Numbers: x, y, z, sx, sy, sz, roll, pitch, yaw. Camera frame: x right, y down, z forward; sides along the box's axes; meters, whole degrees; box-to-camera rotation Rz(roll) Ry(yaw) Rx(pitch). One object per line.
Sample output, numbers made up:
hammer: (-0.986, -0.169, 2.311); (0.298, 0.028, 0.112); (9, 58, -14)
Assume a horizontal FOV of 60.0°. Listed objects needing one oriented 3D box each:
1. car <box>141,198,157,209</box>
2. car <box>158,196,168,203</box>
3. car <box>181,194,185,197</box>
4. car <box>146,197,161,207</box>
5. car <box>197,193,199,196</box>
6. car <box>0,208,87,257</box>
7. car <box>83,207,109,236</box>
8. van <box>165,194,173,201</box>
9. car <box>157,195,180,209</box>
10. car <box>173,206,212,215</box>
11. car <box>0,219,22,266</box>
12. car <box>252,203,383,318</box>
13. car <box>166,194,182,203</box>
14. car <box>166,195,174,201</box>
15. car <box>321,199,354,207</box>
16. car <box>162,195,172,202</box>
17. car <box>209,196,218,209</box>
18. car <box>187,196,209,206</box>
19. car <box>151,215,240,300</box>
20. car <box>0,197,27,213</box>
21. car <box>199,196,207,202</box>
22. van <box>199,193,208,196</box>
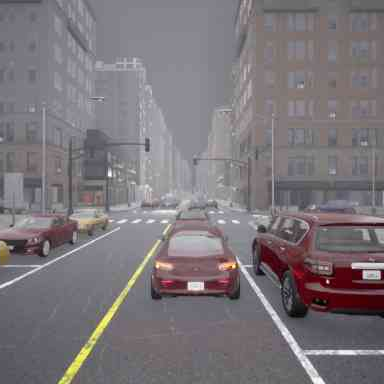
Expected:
car: (-5.895, 1.556, 45.606); (1.887, 1.381, 4.507); (1, 0, 0)
car: (-5.917, 1.603, 68.297); (1.802, 1.307, 4.206); (1, 0, 0)
car: (-3.096, 1.567, 65.796); (2.033, 1.411, 5.357); (0, 0, 1)
car: (-5.900, 1.558, 51.279); (1.887, 1.381, 4.507); (1, 0, 0)
car: (2.611, 1.336, 68.299); (2.192, 1.841, 5.009); (1, 0, 0)
car: (-5.862, 1.548, 12.962); (1.887, 1.381, 4.507); (1, 0, 0)
car: (-5.868, 1.530, 18.416); (1.752, 1.417, 4.829); (1, 0, 0)
van: (-5.932, 1.372, 85.316); (1.690, 1.788, 3.998); (1, 0, 0)
car: (-3.129, 1.503, 45.517); (2.128, 1.511, 4.902); (0, 0, 1)
car: (0.046, 1.605, 17.468); (1.895, 1.301, 4.718); (0, 0, 0)
car: (-5.856, 1.527, 7.167); (1.752, 1.417, 4.829); (1, 0, 0)
car: (2.671, 1.317, 7.337); (2.192, 1.841, 5.009); (1, 0, 0)
car: (-3.143, 1.562, 55.368); (2.033, 1.411, 5.357); (0, 0, 0)
car: (-5.940, 1.617, 90.988); (1.802, 1.307, 4.206); (1, 0, 0)
car: (13.566, 1.503, 32.822); (4.553, 1.767, 2.097); (0, -1, 0)
car: (-5.927, 1.467, 79.643); (1.967, 1.590, 4.097); (1, 0, 0)
car: (2.631, 1.593, 45.605); (1.802, 1.307, 4.206); (1, 0, 0)
car: (0.474, 1.556, 41.645); (2.033, 1.411, 5.357); (0, 0, -5)
car: (0.077, 1.528, 8.290); (1.812, 1.442, 4.674); (0, 0, 0)
car: (-17.290, 1.199, 29.764); (4.553, 1.767, 2.097); (0, -1, 0)
car: (2.597, 1.609, 79.645); (1.802, 1.307, 4.206); (1, 0, 0)
van: (2.616, 1.359, 62.626); (1.690, 1.788, 3.998); (1, 0, 0)
